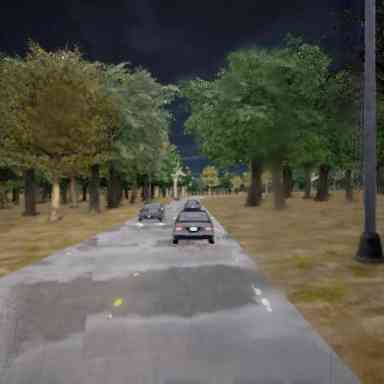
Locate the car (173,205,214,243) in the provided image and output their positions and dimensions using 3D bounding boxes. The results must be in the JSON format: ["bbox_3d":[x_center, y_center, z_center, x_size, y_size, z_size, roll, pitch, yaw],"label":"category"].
[{"bbox_3d":[0.072,1.554,15.996,2.033,1.411,5.357,0,0,0],"label":"car"}]

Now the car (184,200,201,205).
[{"bbox_3d":[0.077,1.600,38.709,1.994,1.385,4.181,0,0,0],"label":"car"}]

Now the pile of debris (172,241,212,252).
[{"bbox_3d":[-0.006,2.181,13.462,1.500,0.140,1.860,0,0,0],"label":"pile of debris"}]

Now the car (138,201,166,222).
[{"bbox_3d":[-3.111,1.524,26.472,1.837,1.490,4.892,0,0,0],"label":"car"}]
